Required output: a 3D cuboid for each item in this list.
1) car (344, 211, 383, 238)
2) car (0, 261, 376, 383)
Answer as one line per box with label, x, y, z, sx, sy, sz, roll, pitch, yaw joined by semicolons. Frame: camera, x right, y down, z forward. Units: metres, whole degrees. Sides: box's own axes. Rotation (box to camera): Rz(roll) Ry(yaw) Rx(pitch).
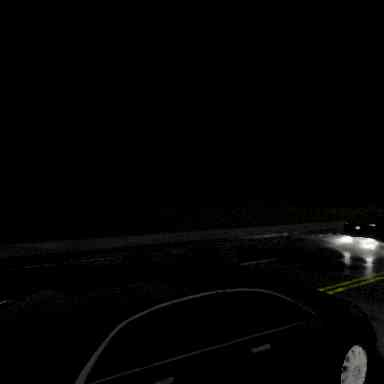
car;10.658;1.788;19.289;4.181;1.385;1.994;1;0;-36
car;0.036;1.527;3.468;4.892;1.490;1.837;1;0;-36
